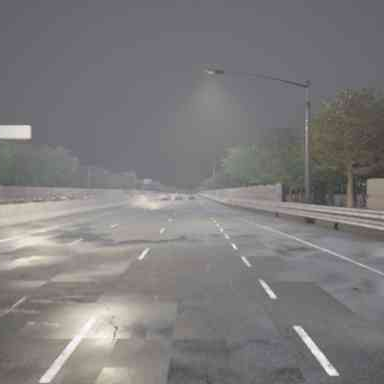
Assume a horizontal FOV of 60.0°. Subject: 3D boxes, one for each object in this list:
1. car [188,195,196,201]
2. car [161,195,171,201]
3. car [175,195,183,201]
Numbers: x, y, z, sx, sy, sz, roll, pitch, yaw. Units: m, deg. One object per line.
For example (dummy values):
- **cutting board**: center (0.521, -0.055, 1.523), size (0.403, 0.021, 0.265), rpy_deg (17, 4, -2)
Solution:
- **car**: center (-0.004, 1.555, 85.906), size (1.837, 1.490, 4.892), rpy_deg (0, 0, 0)
- **car**: center (-7.004, 1.652, 86.353), size (1.895, 1.301, 4.718), rpy_deg (0, 0, 0)
- **car**: center (-3.504, 1.580, 85.906), size (2.128, 1.511, 4.902), rpy_deg (0, 0, 0)
